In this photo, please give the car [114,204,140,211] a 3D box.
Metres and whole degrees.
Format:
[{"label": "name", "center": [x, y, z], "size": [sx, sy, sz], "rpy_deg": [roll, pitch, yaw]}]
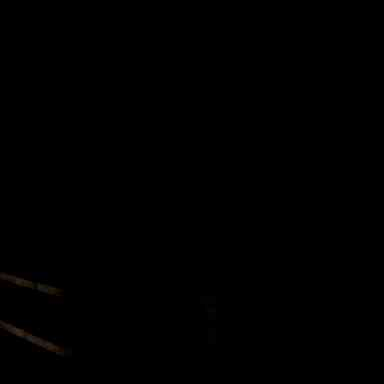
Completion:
[{"label": "car", "center": [-11.475, 2.756, 58.937], "size": [1.895, 1.301, 4.718], "rpy_deg": [-1, -2, 36]}]
